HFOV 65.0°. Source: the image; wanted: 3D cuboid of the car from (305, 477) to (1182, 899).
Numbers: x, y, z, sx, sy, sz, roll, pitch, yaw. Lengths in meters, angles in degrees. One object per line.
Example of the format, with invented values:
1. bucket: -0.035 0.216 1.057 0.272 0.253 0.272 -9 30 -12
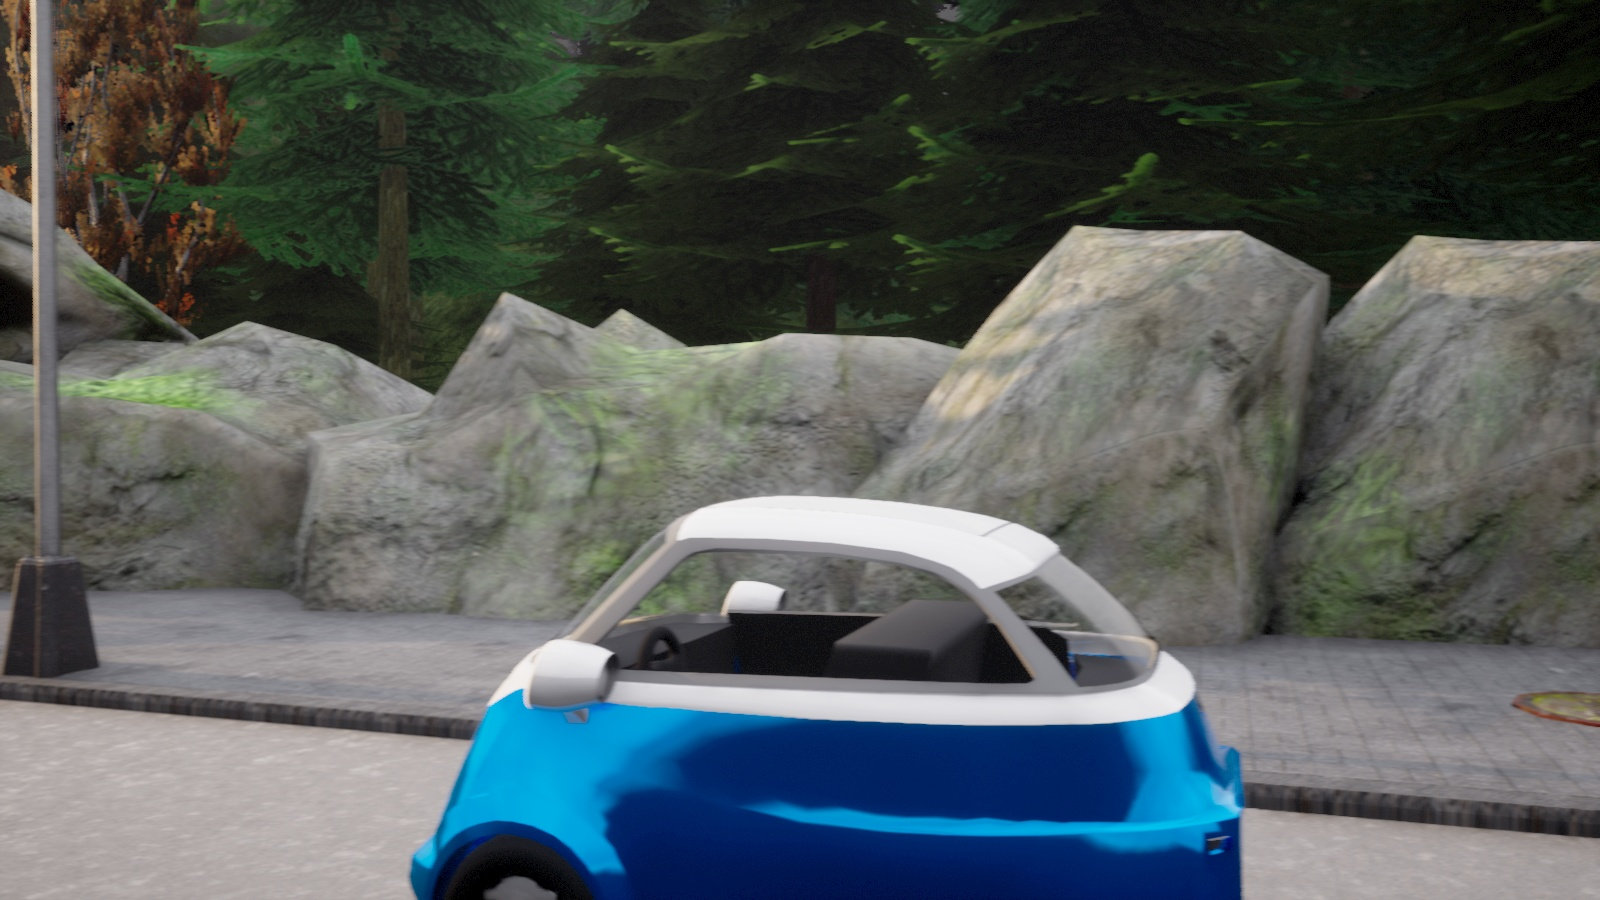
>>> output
1. car: -0.051 0.821 3.739 2.207 1.376 1.481 1 1 19
